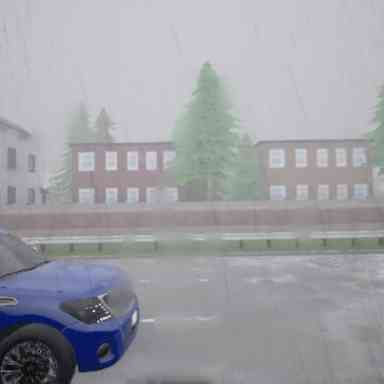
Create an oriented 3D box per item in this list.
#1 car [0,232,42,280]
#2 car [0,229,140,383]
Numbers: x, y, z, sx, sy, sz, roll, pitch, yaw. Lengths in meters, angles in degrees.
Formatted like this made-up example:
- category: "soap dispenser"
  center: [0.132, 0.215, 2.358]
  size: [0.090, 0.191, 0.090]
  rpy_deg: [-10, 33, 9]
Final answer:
- category: "car"
  center: [-7.813, 2.223, 11.722]
  size: [4.181, 1.385, 1.994]
  rpy_deg: [-1, -2, -1]
- category: "car"
  center: [-3.597, 1.506, 4.796]
  size: [5.566, 2.045, 2.150]
  rpy_deg: [-1, -2, -1]
